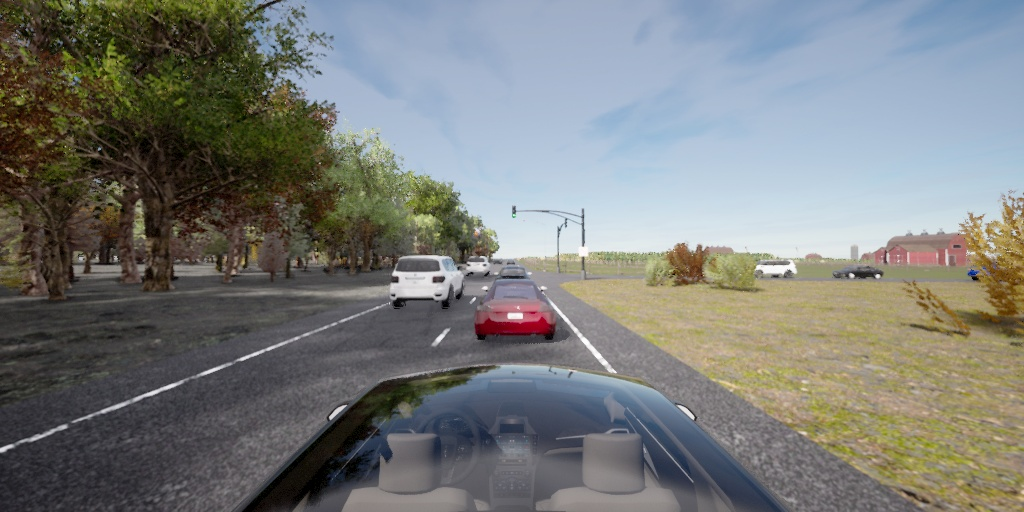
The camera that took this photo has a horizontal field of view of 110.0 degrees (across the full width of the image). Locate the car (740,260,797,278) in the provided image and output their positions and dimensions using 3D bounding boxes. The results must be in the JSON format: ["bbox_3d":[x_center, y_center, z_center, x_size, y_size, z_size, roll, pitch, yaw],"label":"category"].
[{"bbox_3d":[29.001,1.455,40.615,5.566,2.045,2.150,1,-1,0],"label":"car"}]

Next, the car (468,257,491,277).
[{"bbox_3d":[-3.502,1.080,38.005,2.150,2.045,5.566,0,0,0],"label":"car"}]

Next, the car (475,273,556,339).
[{"bbox_3d":[0.075,1.340,10.169,1.994,1.385,4.181,0,0,0],"label":"car"}]

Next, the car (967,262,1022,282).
[{"bbox_3d":[50.609,1.619,36.962,5.566,2.045,2.150,1,-1,1],"label":"car"}]

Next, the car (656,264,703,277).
[{"bbox_3d":[18.909,1.601,40.626,5.008,1.535,1.882,1,-1,0],"label":"car"}]

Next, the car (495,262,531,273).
[{"bbox_3d":[0.062,1.314,20.313,1.837,1.490,4.892,0,0,0],"label":"car"}]

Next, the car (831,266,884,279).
[{"bbox_3d":[39.060,1.847,40.580,4.892,1.490,1.837,0,-1,0],"label":"car"}]

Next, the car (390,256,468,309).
[{"bbox_3d":[-3.437,1.014,15.382,2.150,2.045,5.566,0,0,0],"label":"car"}]
